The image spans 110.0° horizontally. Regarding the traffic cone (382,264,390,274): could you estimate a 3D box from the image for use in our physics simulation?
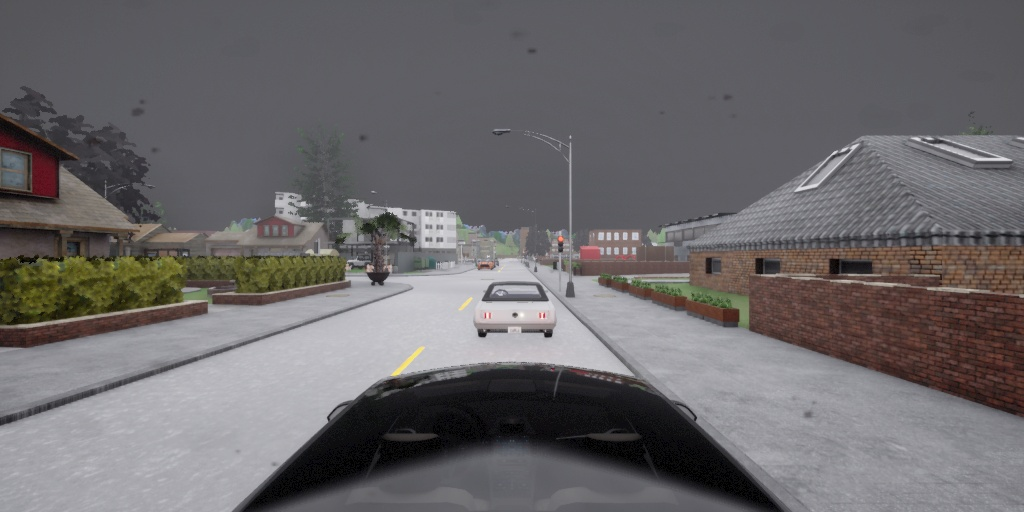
[{"bbox_3d":[-15.498,1.561,44.133,0.344,0.586,0.344,0,0,0],"label":"traffic cone"}]

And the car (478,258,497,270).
[{"bbox_3d":[-3.792,1.102,52.281,2.097,1.767,4.553,0,0,0],"label":"car"}]

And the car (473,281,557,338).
[{"bbox_3d":[0.102,1.351,10.173,1.895,1.301,4.718,0,0,1],"label":"car"}]

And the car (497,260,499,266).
[{"bbox_3d":[-3.715,1.255,61.662,1.837,1.490,4.892,0,0,1],"label":"car"}]

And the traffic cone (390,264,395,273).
[{"bbox_3d":[-15.133,1.558,44.700,0.344,0.586,0.344,0,0,0],"label":"traffic cone"}]
